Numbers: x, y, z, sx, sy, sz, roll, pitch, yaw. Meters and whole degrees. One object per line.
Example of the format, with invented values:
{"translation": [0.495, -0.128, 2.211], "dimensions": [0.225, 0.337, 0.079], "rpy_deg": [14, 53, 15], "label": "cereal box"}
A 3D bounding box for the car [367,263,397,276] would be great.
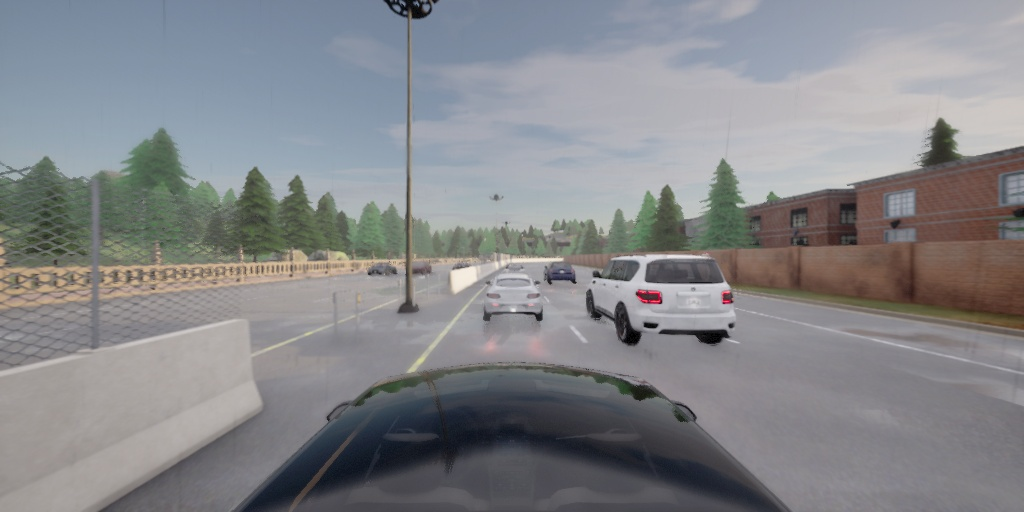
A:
{"translation": [-13.791, 1.426, 38.298], "dimensions": [1.994, 1.385, 4.181], "rpy_deg": [0, 0, 1], "label": "car"}

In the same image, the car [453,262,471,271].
{"translation": [-6.561, 1.455, 47.536], "dimensions": [1.994, 1.385, 4.181], "rpy_deg": [0, 0, 2], "label": "car"}

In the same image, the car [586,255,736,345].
{"translation": [3.567, 0.996, 9.723], "dimensions": [2.150, 2.045, 5.566], "rpy_deg": [0, 0, 0], "label": "car"}

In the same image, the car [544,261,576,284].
{"translation": [3.684, 1.182, 28.155], "dimensions": [2.097, 1.767, 4.553], "rpy_deg": [0, 0, 1], "label": "car"}

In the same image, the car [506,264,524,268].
{"translation": [0.303, 1.449, 33.984], "dimensions": [1.895, 1.301, 4.718], "rpy_deg": [0, 0, 1], "label": "car"}

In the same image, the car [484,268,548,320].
{"translation": [0.031, 1.309, 12.612], "dimensions": [1.812, 1.442, 4.674], "rpy_deg": [0, 0, 0], "label": "car"}

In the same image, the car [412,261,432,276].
{"translation": [-10.253, 1.345, 39.914], "dimensions": [1.882, 1.535, 5.008], "rpy_deg": [0, 0, 1], "label": "car"}
